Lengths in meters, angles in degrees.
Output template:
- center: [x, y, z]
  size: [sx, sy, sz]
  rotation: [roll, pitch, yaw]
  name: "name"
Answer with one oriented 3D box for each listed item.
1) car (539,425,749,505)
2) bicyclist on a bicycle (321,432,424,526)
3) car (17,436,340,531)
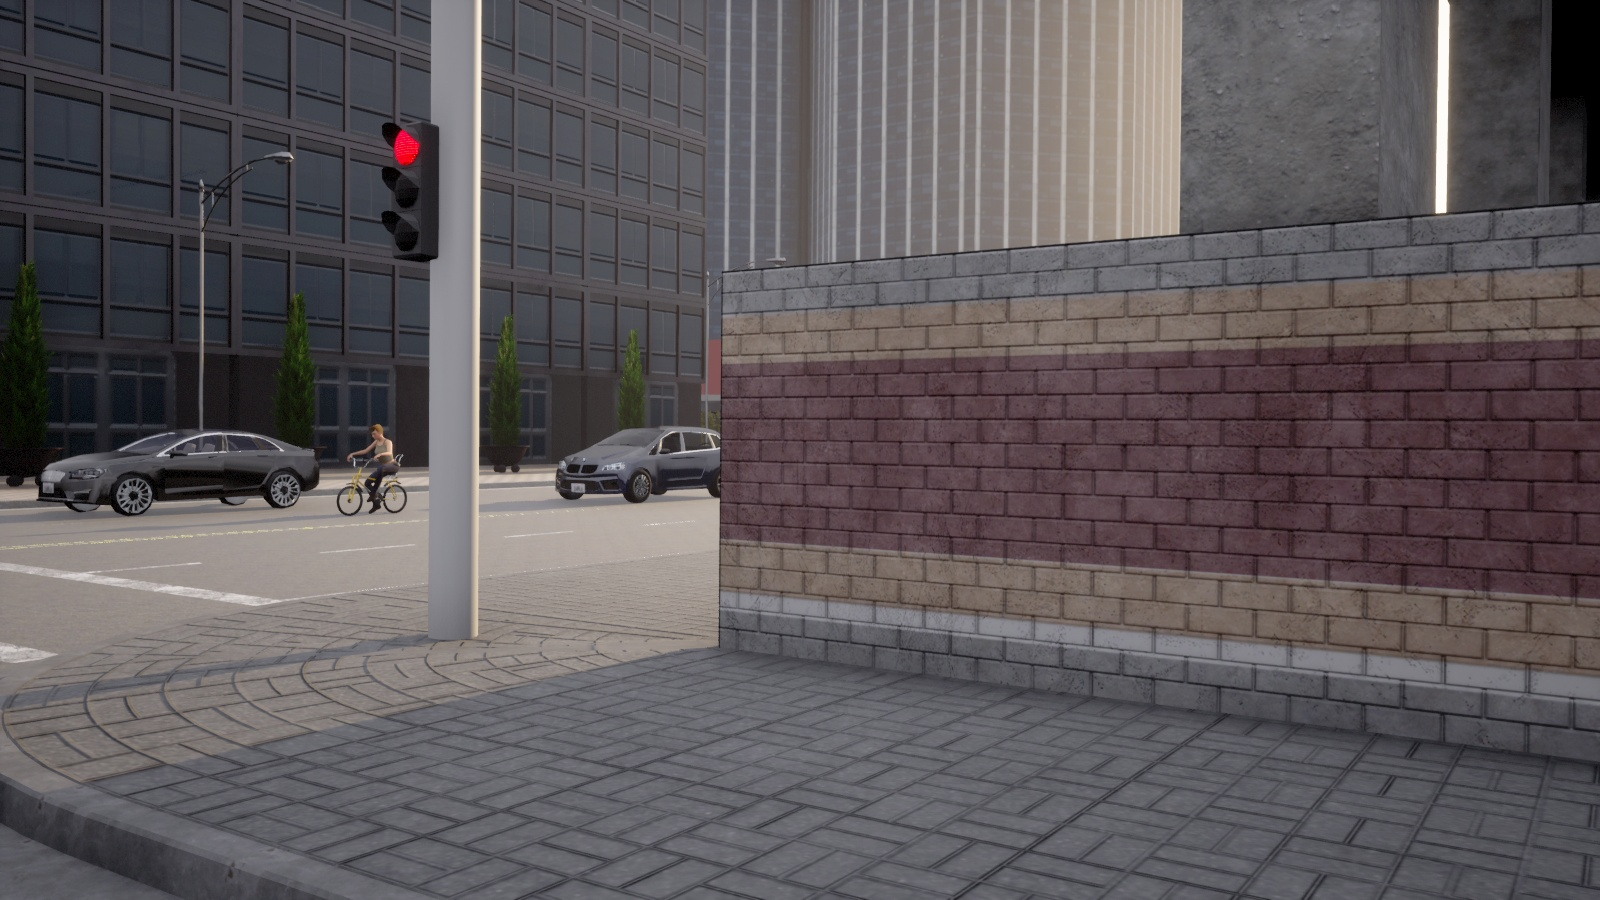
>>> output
- center: [-3.441, 0.272, 28.584]
  size: [2.242, 1.667, 4.611]
  rotation: [0, 1, 34]
  name: "car"
- center: [-7.597, 0.487, 22.361]
  size: [0.866, 1.612, 1.509]
  rotation: [0, 1, 34]
  name: "bicyclist on a bicycle"
- center: [-11.276, 0.529, 23.165]
  size: [2.128, 1.511, 4.902]
  rotation: [0, 1, 34]
  name: "car"
